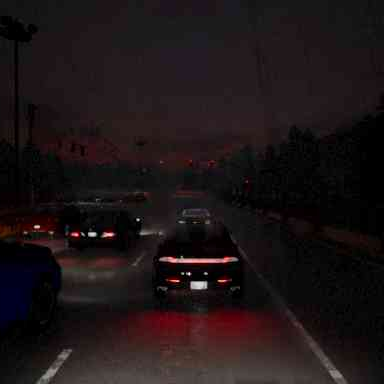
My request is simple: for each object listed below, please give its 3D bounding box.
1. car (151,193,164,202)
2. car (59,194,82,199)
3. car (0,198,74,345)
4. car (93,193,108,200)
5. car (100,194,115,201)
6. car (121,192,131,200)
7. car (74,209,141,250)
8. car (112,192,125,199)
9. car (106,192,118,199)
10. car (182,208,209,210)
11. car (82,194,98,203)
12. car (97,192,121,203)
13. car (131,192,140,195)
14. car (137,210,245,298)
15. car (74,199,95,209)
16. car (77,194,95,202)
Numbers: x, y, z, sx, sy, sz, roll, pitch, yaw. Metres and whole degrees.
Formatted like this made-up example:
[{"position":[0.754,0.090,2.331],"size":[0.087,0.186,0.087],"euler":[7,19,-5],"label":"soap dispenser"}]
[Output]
[{"position":[-6.506,0.897,62.981],"size":[2.097,1.767,4.553],"euler":[0,0,0],"label":"car"},{"position":[-20.730,1.078,55.640],"size":[1.882,1.535,5.008],"euler":[0,0,2],"label":"car"},{"position":[-3.384,1.205,3.526],"size":[2.150,2.045,5.566],"euler":[0,0,0],"label":"car"},{"position":[-20.528,0.936,74.916],"size":[1.882,1.535,5.008],"euler":[0,0,0],"label":"car"},{"position":[-17.079,1.078,67.317],"size":[1.994,1.385,4.181],"euler":[0,0,0],"label":"car"},{"position":[-13.637,1.061,64.434],"size":[1.812,1.442,4.674],"euler":[0,0,1],"label":"car"},{"position":[-3.337,1.456,13.699],"size":[2.033,1.411,5.357],"euler":[0,0,0],"label":"car"},{"position":[-17.011,0.794,77.449],"size":[2.097,1.767,4.553],"euler":[0,0,0],"label":"car"},{"position":[-20.460,0.860,85.135],"size":[1.882,1.535,5.008],"euler":[0,0,0],"label":"car"},{"position":[0.190,1.480,17.709],"size":[1.895,1.301,4.718],"euler":[0,0,0],"label":"car"},{"position":[-17.221,1.151,57.341],"size":[1.994,1.385,4.181],"euler":[0,0,1],"label":"car"},{"position":[-13.744,1.128,55.371],"size":[1.812,1.442,4.674],"euler":[0,0,1],"label":"car"},{"position":[-13.531,0.986,74.455],"size":[1.812,1.442,4.674],"euler":[0,0,0],"label":"car"},{"position":[0.134,1.439,8.379],"size":[2.128,1.511,4.902],"euler":[0,0,0],"label":"car"},{"position":[-6.828,1.361,17.115],"size":[1.882,1.535,5.008],"euler":[0,0,0],"label":"car"},{"position":[-20.609,1.132,64.974],"size":[1.895,1.301,4.718],"euler":[0,0,1],"label":"car"}]
